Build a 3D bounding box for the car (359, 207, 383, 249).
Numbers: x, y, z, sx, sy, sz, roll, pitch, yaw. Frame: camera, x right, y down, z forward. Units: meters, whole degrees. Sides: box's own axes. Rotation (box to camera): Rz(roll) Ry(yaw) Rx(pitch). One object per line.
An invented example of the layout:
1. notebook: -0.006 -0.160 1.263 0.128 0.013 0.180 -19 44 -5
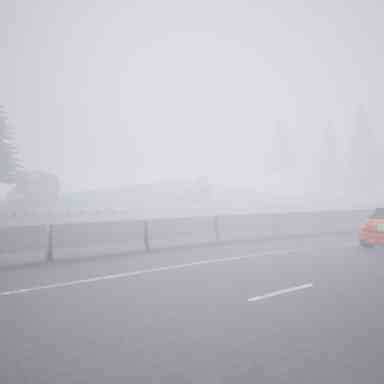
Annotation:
1. car: 8.699 1.318 12.790 4.553 1.767 2.097 0 0 -25
